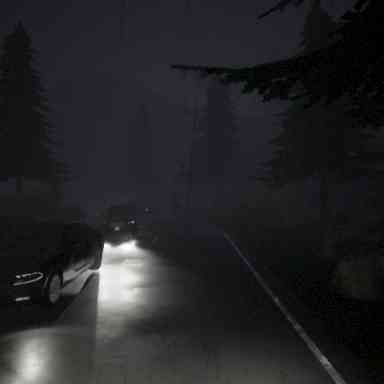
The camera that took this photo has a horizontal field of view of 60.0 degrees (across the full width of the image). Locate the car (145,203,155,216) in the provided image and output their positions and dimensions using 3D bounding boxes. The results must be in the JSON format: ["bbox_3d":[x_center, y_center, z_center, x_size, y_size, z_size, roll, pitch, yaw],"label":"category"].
[{"bbox_3d":[-5.315,1.530,30.870,1.994,1.385,4.181,0,0,-43],"label":"car"}]

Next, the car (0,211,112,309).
[{"bbox_3d":[-3.585,1.469,8.113,1.882,1.535,5.008,0,0,0],"label":"car"}]

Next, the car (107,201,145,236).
[{"bbox_3d":[-3.860,1.472,18.266,2.128,1.511,4.902,0,0,-7],"label":"car"}]
